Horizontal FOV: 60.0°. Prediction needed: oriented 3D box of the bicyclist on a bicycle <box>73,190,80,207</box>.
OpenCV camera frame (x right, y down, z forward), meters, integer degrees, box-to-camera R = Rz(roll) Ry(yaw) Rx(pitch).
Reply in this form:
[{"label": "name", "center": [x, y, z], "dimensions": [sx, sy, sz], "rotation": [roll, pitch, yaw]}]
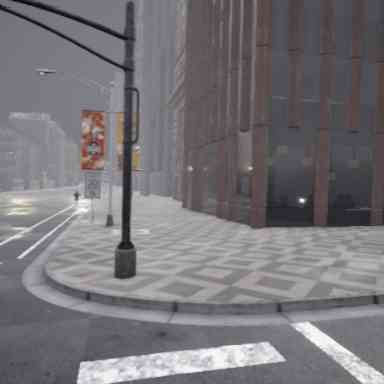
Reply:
[{"label": "bicyclist on a bicycle", "center": [-11.572, 0.677, 33.441], "dimensions": [0.659, 1.776, 1.843], "rotation": [1, 1, -14]}]
